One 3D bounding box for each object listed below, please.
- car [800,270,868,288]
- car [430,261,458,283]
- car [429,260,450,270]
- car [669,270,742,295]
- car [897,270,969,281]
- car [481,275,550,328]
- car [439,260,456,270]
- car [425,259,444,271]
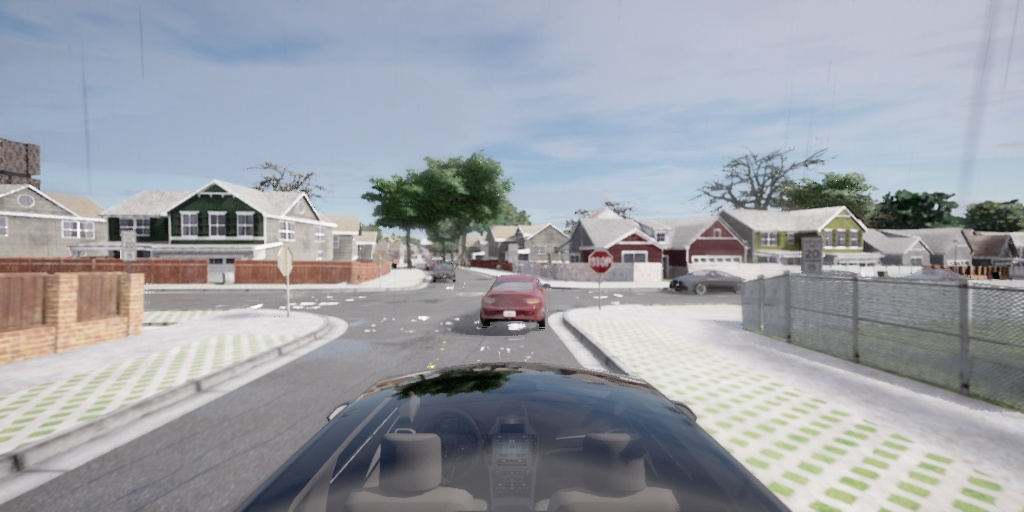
[{"bbox_3d":[20.937,1.621,23.526,4.181,1.385,1.994,1,1,-14],"label":"car"},{"bbox_3d":[-5.692,1.381,30.130,1.837,1.490,4.892,0,0,-11],"label":"car"},{"bbox_3d":[-7.862,1.468,40.171,2.033,1.411,5.357,0,0,-14],"label":"car"},{"bbox_3d":[11.582,1.514,21.336,4.181,1.385,1.994,1,1,-13],"label":"car"},{"bbox_3d":[30.910,1.722,26.267,5.357,1.411,2.033,1,1,-17],"label":"car"},{"bbox_3d":[0.203,1.313,11.452,1.812,1.442,4.674,0,0,6],"label":"car"},{"bbox_3d":[-10.845,1.478,60.048,2.128,1.511,4.902,0,0,-18],"label":"car"},{"bbox_3d":[-11.896,1.333,54.067,2.097,1.767,4.553,0,0,-18],"label":"car"}]
